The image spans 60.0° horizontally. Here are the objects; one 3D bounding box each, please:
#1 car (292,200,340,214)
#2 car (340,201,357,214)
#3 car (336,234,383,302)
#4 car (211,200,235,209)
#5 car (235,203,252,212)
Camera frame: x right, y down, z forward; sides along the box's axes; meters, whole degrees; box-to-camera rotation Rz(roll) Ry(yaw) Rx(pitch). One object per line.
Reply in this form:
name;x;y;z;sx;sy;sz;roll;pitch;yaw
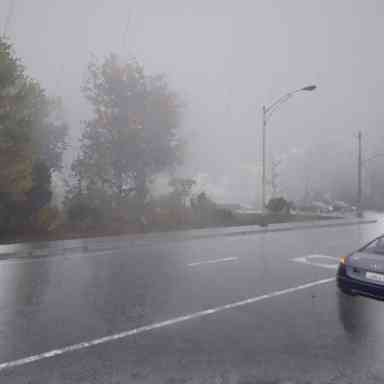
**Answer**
car;13.559;1.740;37.556;2.128;1.511;4.902;0;-2;-32
car;16.740;1.740;39.058;2.128;1.511;4.902;0;-1;-34
car;5.129;1.574;7.412;4.181;1.385;1.994;0;0;-34
car;3.869;2.246;52.942;2.150;2.045;5.566;0;-3;-32
car;7.560;2.458;53.656;2.128;1.511;4.902;0;-3;-32
